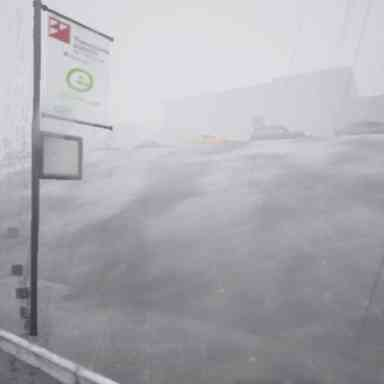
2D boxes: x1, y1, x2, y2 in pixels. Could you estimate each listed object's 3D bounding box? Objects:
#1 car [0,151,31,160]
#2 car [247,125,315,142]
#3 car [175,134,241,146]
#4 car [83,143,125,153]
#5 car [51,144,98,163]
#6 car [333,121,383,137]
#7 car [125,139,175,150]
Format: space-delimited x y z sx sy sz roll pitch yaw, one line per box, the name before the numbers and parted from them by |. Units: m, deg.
car | -21.471 -4.291 41.297 4.553 1.767 2.185 1 0 34
car | 6.248 -3.814 23.261 4.553 1.767 2.185 1 1 31
car | 1.495 -3.784 26.078 5.008 1.535 2.097 1 1 32
car | -7.864 -3.971 32.037 4.892 1.521 2.231 1 1 34
car | -12.430 -4.044 35.138 4.892 1.521 2.231 1 0 34
car | 11.241 -3.560 20.460 4.792 1.488 2.163 1 1 29
car | -3.217 -3.841 29.008 4.674 1.452 2.002 1 1 33
